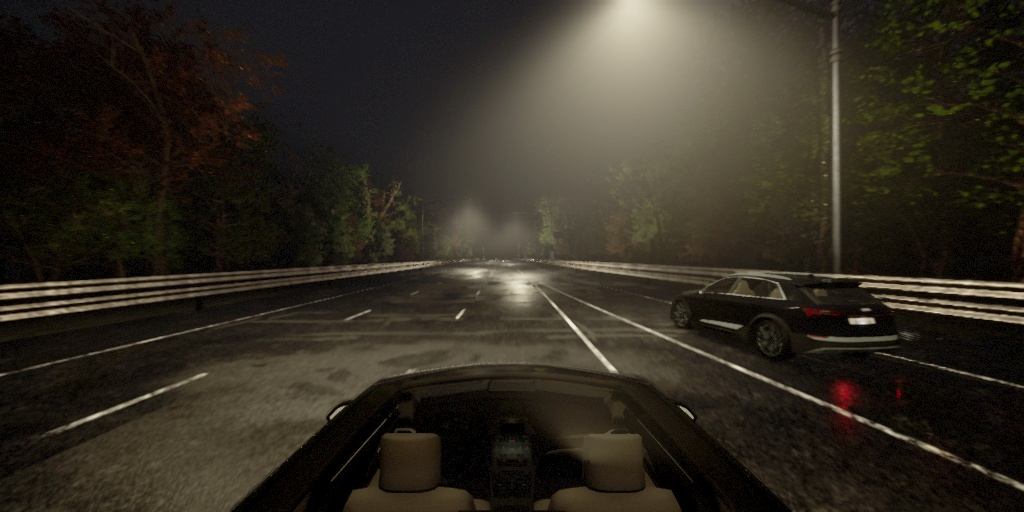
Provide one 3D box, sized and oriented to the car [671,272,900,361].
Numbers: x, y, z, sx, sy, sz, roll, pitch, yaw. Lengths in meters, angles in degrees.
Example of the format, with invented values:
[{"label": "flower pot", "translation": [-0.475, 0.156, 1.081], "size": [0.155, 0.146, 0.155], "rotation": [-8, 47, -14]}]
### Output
[{"label": "car", "translation": [5.656, 1.170, 8.274], "size": [2.033, 1.649, 4.856], "rotation": [0, 0, -6]}]
